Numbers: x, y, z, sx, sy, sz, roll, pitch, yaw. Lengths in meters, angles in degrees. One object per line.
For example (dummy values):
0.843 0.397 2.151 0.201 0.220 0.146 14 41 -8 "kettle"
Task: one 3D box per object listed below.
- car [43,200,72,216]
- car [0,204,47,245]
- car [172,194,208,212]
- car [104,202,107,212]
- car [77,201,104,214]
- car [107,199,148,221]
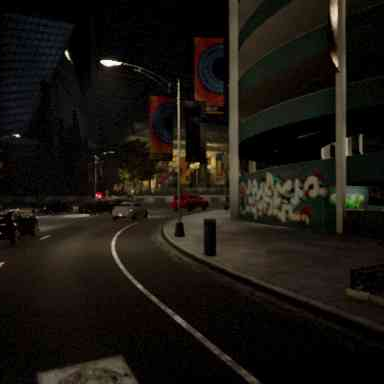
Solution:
-14.330 1.592 34.350 1.812 1.442 4.674 0 0 18 "car"
-8.654 1.529 15.549 2.128 1.511 4.902 0 0 -10 "car"
-0.132 1.243 39.951 2.150 2.045 5.566 0 0 32 "car"
-6.701 1.545 34.572 1.837 1.490 4.892 0 0 19 "car"
-10.280 1.618 35.511 1.994 1.385 4.181 0 0 21 "car"
-5.077 1.558 27.641 1.812 1.442 4.674 0 -1 10 "car"
